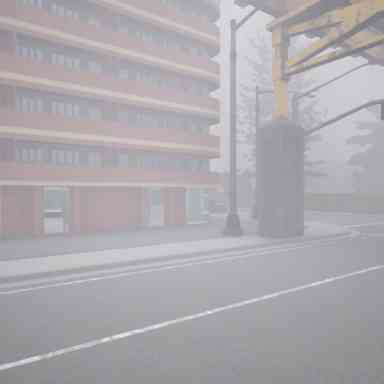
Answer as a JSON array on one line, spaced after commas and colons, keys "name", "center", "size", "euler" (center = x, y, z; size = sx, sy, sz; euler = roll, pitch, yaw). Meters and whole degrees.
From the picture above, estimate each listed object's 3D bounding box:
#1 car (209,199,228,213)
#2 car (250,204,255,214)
[{"name": "car", "center": [1.939, 1.526, 36.865], "size": [1.812, 1.442, 4.674], "euler": [0, 0, -35]}, {"name": "car", "center": [7.337, 1.478, 29.196], "size": [1.882, 1.535, 5.008], "euler": [0, 0, -35]}]
